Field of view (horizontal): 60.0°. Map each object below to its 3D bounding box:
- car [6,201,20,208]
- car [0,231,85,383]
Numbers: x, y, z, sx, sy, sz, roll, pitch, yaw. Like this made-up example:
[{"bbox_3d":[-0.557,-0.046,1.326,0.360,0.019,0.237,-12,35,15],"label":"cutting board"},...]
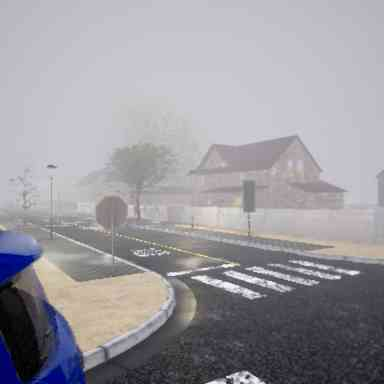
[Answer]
[{"bbox_3d":[-41.489,3.050,77.774,1.994,1.385,4.181,0,-1,-34],"label":"car"},{"bbox_3d":[-3.079,1.220,0.783,5.566,2.045,2.150,1,-1,-33],"label":"car"}]
